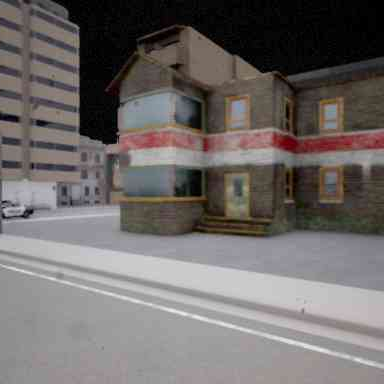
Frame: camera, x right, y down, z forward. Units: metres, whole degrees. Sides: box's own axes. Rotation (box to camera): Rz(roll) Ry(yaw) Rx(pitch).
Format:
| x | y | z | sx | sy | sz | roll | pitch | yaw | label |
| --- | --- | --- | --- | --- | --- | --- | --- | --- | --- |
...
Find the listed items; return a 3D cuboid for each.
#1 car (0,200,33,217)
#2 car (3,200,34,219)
| x | y | z | sx | sy | sz | roll | pitch | yaw | label |
| --- | --- | --- | --- | --- | --- | --- | --- | --- | --- |
| -15.172 | 1.302 | 26.734 | 1.853 | 1.218 | 4.536 | 0 | 0 | 15 | car |
| -15.185 | 1.460 | 26.684 | 2.038 | 1.542 | 4.974 | 0 | 0 | 15 | car |
